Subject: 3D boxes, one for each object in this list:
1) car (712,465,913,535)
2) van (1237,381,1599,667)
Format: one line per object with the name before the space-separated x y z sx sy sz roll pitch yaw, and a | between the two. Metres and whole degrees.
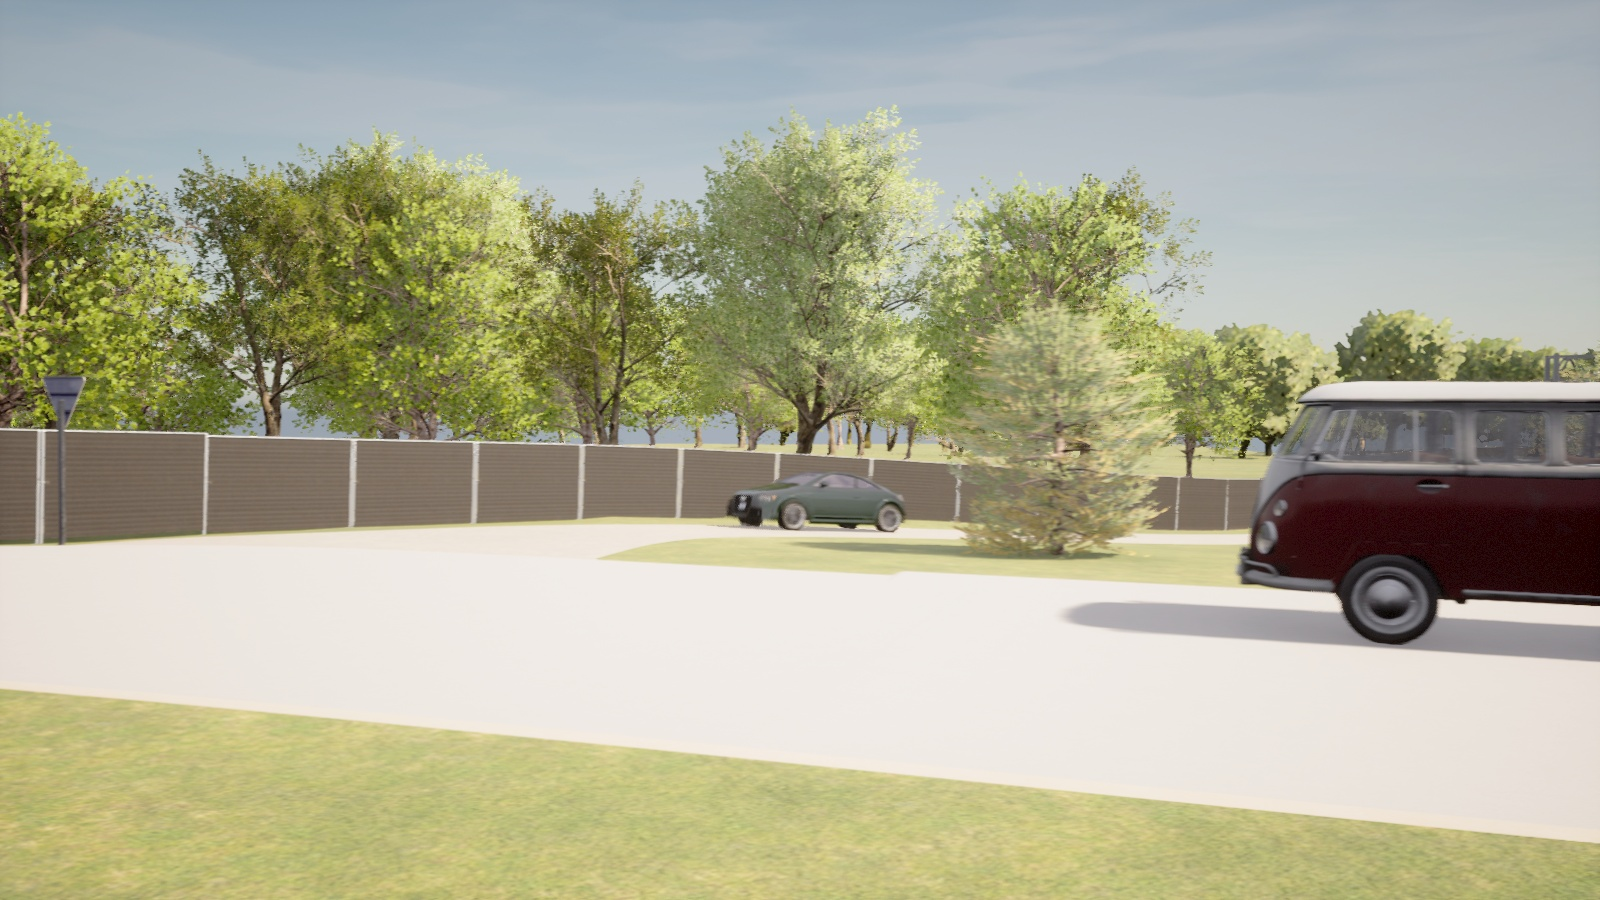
car | 0.312 1.164 29.047 4.181 1.385 1.994 4 -2 -31
van | 5.750 0.507 9.655 4.442 1.987 1.775 1 2 20
